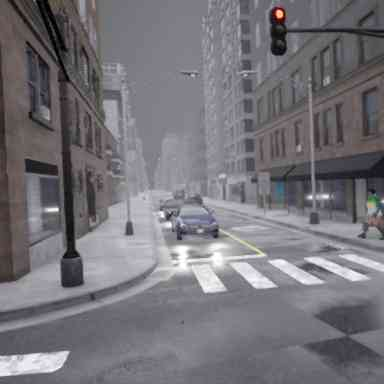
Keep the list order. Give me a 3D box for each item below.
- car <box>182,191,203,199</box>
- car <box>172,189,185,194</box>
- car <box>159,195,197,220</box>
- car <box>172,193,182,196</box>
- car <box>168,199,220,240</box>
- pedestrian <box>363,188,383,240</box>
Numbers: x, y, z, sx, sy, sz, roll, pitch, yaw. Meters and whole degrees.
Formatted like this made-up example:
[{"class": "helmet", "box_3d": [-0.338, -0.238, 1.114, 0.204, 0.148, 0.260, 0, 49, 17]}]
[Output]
[{"class": "car", "box_3d": [0.187, 0.976, 39.837, 1.837, 1.490, 4.892, -3, 1, -7]}, {"class": "car", "box_3d": [-2.293, 0.524, 58.919, 2.150, 2.045, 5.566, -3, 1, -7]}, {"class": "car", "box_3d": [-1.199, 1.275, 25.642, 2.033, 1.411, 5.357, -3, 1, -7]}, {"class": "car", "box_3d": [-2.479, 1.169, 35.633, 1.812, 1.442, 4.674, -3, 1, -7]}, {"class": "car", "box_3d": [0.035, 1.330, 16.087, 1.812, 1.442, 4.674, -3, 1, -7]}, {"class": "pedestrian", "box_3d": [6.348, 0.739, 11.640, 0.375, 1.860, 0.375, -3, 1, -7]}]
